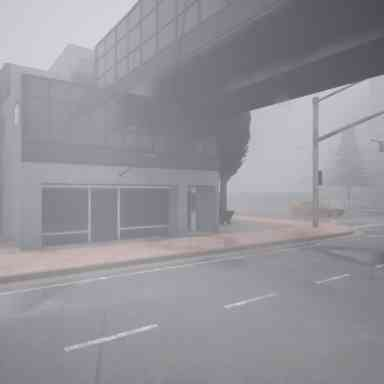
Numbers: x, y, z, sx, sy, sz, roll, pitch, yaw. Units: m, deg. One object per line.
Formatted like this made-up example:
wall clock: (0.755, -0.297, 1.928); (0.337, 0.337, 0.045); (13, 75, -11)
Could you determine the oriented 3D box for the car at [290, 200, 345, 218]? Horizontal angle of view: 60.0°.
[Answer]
car: (11.322, 1.478, 30.225); (1.882, 1.535, 5.008); (0, 0, -37)
